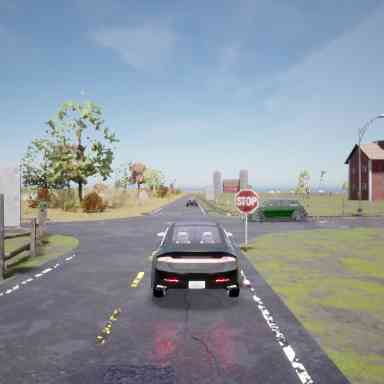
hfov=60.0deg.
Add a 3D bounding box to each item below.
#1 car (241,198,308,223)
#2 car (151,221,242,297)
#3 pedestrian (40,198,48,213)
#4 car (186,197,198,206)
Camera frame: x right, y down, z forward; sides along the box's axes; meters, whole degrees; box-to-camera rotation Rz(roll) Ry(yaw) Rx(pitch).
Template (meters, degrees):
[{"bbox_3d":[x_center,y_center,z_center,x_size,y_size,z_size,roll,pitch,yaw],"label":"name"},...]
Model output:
[{"bbox_3d":[5.895,1.233,24.143,4.553,1.767,2.097,-1,0,0],"label":"car"},{"bbox_3d":[0.084,1.490,8.532,2.128,1.511,4.902,0,0,0],"label":"car"},{"bbox_3d":[-12.207,1.413,27.278,0.375,1.860,0.375,0,1,0],"label":"pedestrian"},{"bbox_3d":[0.003,1.544,54.822,2.033,1.411,5.357,0,0,0],"label":"car"}]
